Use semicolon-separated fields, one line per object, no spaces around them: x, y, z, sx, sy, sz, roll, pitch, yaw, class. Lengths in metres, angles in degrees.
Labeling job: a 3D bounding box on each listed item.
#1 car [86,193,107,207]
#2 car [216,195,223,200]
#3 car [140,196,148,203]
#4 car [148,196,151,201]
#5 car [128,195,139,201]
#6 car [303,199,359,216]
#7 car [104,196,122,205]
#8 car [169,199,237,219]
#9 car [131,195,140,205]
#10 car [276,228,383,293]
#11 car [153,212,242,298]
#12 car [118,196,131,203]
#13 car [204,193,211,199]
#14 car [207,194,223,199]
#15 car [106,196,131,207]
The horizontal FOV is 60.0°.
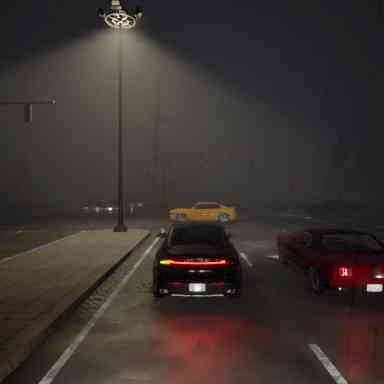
-14.777;1.220;51.876;2.150;2.045;5.566;0;0;0;car
7.828;1.551;94.672;1.994;1.385;4.181;0;0;2;car
-11.079;1.594;69.310;1.895;1.301;4.718;0;0;0;car
-11.015;1.550;79.162;1.994;1.385;4.181;0;0;0;car
-14.483;1.515;82.275;1.812;1.442;4.674;0;0;1;car
13.430;1.477;32.265;5.008;1.535;1.882;0;0;4;car
-14.672;1.546;62.125;2.033;1.411;5.357;0;0;1;car
0.804;1.477;24.522;5.008;1.535;1.882;0;0;-3;car
-11.205;1.504;60.337;1.837;1.490;4.892;0;0;1;car
3.627;1.601;8.771;1.895;1.301;4.718;0;0;1;car
0.124;1.505;8.525;1.837;1.490;4.892;0;0;1;car
-14.562;1.551;72.071;1.994;1.385;4.181;0;0;0;car
4.065;1.223;85.289;2.150;2.045;5.566;0;0;1;car
3.923;1.524;55.947;1.812;1.442;4.674;0;0;1;car
-11.284;1.600;51.327;1.895;1.301;4.718;0;0;0;car
